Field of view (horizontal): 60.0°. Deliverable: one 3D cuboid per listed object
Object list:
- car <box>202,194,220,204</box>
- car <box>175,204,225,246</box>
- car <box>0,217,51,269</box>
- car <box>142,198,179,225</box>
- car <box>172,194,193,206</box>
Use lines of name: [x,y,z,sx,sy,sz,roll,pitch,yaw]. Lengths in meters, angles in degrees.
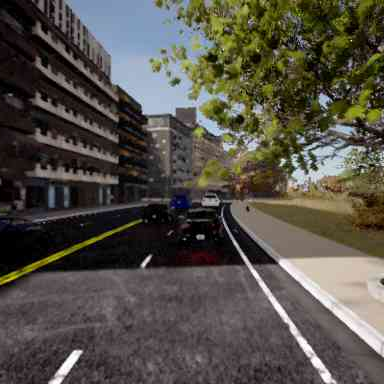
car: [2.585,1.258,44.795,2.150,2.045,5.566,0,0,6]
car: [0.430,1.503,15.366,1.837,1.490,4.892,0,0,2]
car: [-6.400,1.549,10.978,1.994,1.385,4.181,0,0,2]
car: [-2.368,1.473,24.440,1.882,1.535,5.008,0,0,3]
car: [-1.189,1.243,39.860,2.150,2.045,5.566,0,0,6]
